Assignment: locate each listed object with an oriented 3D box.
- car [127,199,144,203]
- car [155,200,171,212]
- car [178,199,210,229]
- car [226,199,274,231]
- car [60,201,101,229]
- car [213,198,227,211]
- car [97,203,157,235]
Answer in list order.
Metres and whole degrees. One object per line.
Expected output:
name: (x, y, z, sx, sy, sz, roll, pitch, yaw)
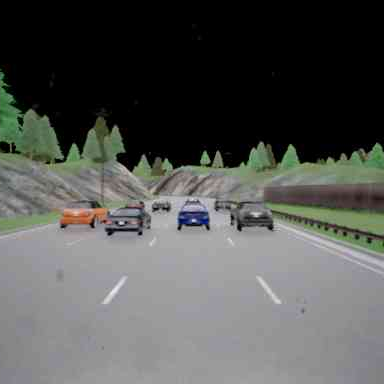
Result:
car: (-6.901, 1.541, 40.412, 1.994, 1.385, 4.181, 0, 0, 0)
car: (-3.401, 1.579, 38.297, 1.895, 1.301, 4.718, 0, 0, 0)
car: (0.099, 1.466, 21.365, 1.882, 1.535, 5.008, 0, 0, 0)
car: (3.600, 1.340, 20.779, 2.097, 1.767, 4.553, 0, 0, 0)
car: (-6.901, 1.340, 21.928, 2.097, 1.767, 4.553, 0, 0, 0)
car: (3.598, 1.469, 39.717, 2.128, 1.511, 4.902, 0, 0, 0)
car: (-3.401, 1.537, 18.534, 2.033, 1.411, 5.357, 0, 0, 0)
